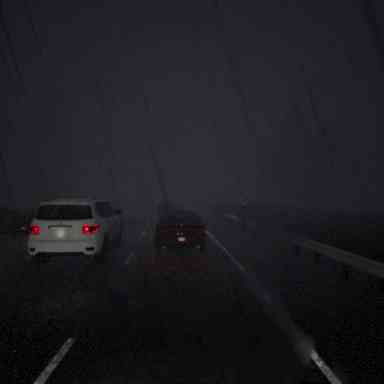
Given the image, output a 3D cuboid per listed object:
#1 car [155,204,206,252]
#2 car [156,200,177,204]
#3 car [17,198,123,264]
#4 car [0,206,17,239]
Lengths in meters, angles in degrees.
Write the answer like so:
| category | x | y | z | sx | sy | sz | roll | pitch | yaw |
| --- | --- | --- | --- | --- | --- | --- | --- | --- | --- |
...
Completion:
| category | x | y | z | sx | sy | sz | roll | pitch | yaw |
| --- | --- | --- | --- | --- | --- | --- | --- | --- | --- |
| car | -0.531 | 1.490 | 14.002 | 1.882 | 1.535 | 5.008 | 0 | 0 | -4 |
| car | -2.449 | 1.507 | 32.594 | 1.882 | 1.535 | 5.008 | 0 | 0 | -6 |
| car | -3.906 | 1.235 | 12.066 | 2.150 | 2.045 | 5.566 | 0 | 0 | -4 |
| car | -7.849 | 1.500 | 17.526 | 1.882 | 1.535 | 5.008 | 0 | 0 | -5 |
